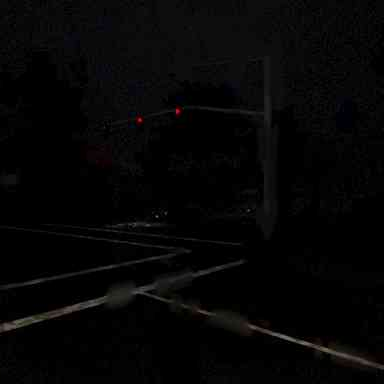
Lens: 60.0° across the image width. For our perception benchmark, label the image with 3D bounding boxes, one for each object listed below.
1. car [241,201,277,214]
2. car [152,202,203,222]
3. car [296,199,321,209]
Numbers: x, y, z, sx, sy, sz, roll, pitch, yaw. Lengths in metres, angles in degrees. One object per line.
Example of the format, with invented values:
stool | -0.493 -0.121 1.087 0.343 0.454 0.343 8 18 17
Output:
car | 7.205 1.601 35.697 1.895 1.301 4.718 0 0 41
car | -1.052 1.526 26.206 1.812 1.442 4.674 0 0 41
car | 16.039 1.600 45.840 1.895 1.301 4.718 0 0 41
